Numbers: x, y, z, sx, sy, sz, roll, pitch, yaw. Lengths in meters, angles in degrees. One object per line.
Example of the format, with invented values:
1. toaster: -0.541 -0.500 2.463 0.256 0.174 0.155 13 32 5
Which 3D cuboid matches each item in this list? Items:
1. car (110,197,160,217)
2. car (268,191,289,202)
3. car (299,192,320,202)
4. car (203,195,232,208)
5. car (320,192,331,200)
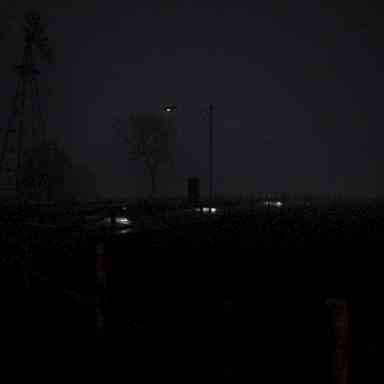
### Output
1. car: -4.585 1.195 27.557 1.812 1.442 4.674 1 1 35
2. car: 13.966 0.646 53.539 2.097 1.767 4.553 1 2 35
3. car: 18.959 0.800 54.360 1.812 1.442 4.674 1 2 35
4. car: 2.878 1.062 38.070 1.994 1.385 4.181 1 2 36
5. car: 24.757 0.710 62.544 1.994 1.385 4.181 1 1 36
